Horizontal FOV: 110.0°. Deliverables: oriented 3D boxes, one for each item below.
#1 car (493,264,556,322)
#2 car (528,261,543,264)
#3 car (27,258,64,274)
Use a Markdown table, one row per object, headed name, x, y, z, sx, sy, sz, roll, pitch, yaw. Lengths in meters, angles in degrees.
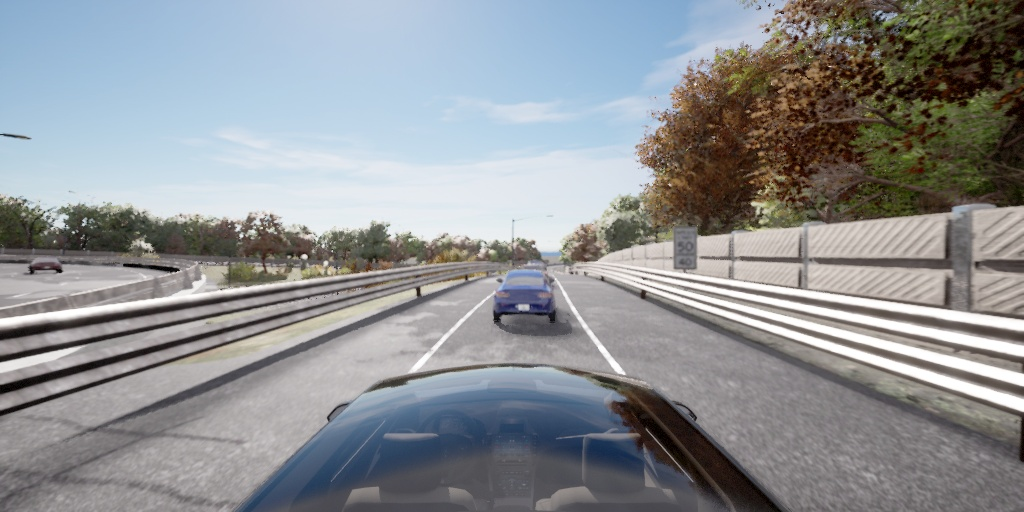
| name | x | y | z | sx | sy | sz | roll | pitch | yaw |
| --- | --- | --- | --- | --- | --- | --- | --- | --- | --- |
| car | 0.436 | 1.174 | 11.795 | 1.812 | 1.442 | 4.674 | 0 | 1 | 3 |
| car | 1.314 | 1.186 | 23.360 | 1.895 | 1.301 | 4.718 | 0 | 0 | 5 |
| car | -44.474 | 0.872 | 34.202 | 4.674 | 1.442 | 1.812 | 1 | 1 | 36 |
